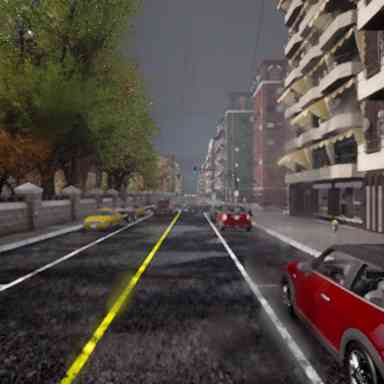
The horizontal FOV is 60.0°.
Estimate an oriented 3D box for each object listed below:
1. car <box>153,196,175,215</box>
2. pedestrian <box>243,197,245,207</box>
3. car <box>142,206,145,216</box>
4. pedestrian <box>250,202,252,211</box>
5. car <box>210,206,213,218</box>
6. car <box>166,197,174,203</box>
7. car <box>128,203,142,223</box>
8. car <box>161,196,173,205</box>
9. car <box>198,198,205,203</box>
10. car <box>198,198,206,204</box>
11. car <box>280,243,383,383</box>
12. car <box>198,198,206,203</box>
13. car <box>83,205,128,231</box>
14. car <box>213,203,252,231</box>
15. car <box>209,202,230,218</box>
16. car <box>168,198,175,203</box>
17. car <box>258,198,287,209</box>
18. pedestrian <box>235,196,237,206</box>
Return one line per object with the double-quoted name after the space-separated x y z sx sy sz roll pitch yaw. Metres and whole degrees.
-3.077 1.617 37.006 2.097 1.767 4.553 0 0 0 "car"
7.117 1.547 45.322 0.375 1.860 0.375 0 0 0 "pedestrian"
-5.706 1.761 32.958 1.752 1.417 4.829 0 0 0 "car"
8.117 1.987 45.920 0.375 1.300 0.375 0 0 0 "pedestrian"
2.677 1.760 27.502 1.947 1.339 4.313 0 0 0 "car"
-5.728 2.110 87.764 1.967 1.590 4.097 0 0 0 "car"
-5.703 1.745 27.498 2.008 1.369 4.403 0 0 0 "car"
-5.724 1.893 76.695 2.192 1.841 5.009 0 0 0 "car"
2.651 2.268 93.302 2.008 1.369 4.403 0 0 0 "car"
2.655 2.151 82.402 1.752 1.417 4.829 0 0 0 "car"
2.686 1.475 4.982 1.967 1.590 4.097 0 0 0 "car"
2.653 2.215 87.767 1.887 1.381 4.507 0 0 0 "car"
-5.701 1.677 21.698 1.752 1.417 4.829 0 0 0 "car"
2.679 1.593 21.872 1.967 1.590 4.097 0 0 0 "car"
2.674 1.764 33.303 1.752 1.417 4.829 0 0 0 "car"
-5.730 2.262 93.299 1.887 1.381 4.507 0 0 0 "car"
14.591 2.034 60.128 5.009 1.841 2.192 1 -1 0 "car"
6.116 1.484 46.521 0.375 1.860 0.375 0 0 0 "pedestrian"
